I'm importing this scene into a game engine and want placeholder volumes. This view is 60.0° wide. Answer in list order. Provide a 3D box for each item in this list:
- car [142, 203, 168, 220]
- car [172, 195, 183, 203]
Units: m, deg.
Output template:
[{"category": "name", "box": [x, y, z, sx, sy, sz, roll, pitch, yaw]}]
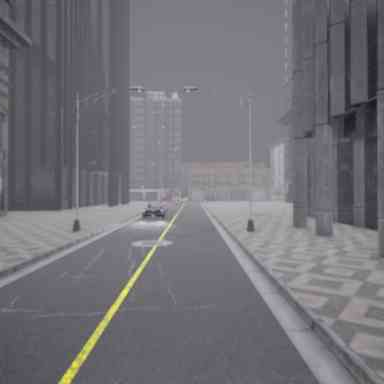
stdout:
[{"category": "car", "box": [-3.105, 1.604, 28.644, 1.895, 1.301, 4.718, 0, 0, 0]}, {"category": "car", "box": [-3.015, 1.465, 69.396, 2.097, 1.767, 4.553, 0, 0, 0]}]
